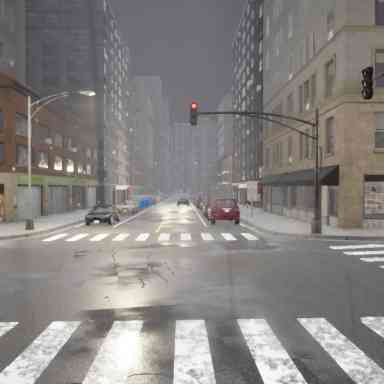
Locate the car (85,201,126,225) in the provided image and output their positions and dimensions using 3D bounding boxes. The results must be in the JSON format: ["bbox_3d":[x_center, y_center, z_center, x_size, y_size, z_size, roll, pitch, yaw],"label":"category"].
[{"bbox_3d":[-6.302,1.569,23.900,1.947,1.339,4.313,-1,0,-2],"label":"car"}]

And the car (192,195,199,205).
[{"bbox_3d":[1.611,1.316,46.468,2.192,1.841,5.009,-1,0,-2],"label":"car"}]

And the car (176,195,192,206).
[{"bbox_3d":[-1.434,1.504,53.479,1.837,1.490,4.892,0,0,-2],"label":"car"}]

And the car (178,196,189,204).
[{"bbox_3d":[-1.719,1.541,63.897,2.033,1.411,5.357,0,0,-2],"label":"car"}]

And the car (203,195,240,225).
[{"bbox_3d":[2.217,1.318,24.133,2.192,1.841,5.009,-1,0,-2],"label":"car"}]

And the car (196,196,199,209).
[{"bbox_3d":[1.760,1.528,41.054,1.752,1.417,4.829,-1,0,-2],"label":"car"}]

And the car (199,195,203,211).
[{"bbox_3d":[2.066,1.319,29.717,2.192,1.841,5.009,-1,0,-2],"label":"car"}]

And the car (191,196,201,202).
[{"bbox_3d":[0.855,1.538,74.387,2.008,1.369,4.403,-1,0,-2],"label":"car"}]

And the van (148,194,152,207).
[{"bbox_3d":[-6.917,1.342,46.235,1.690,1.788,3.998,-1,0,-2],"label":"van"}]

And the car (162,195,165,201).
[{"bbox_3d":[-7.680,1.428,74.153,1.967,1.590,4.097,-1,0,-2],"label":"car"}]

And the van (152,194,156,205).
[{"bbox_3d":[-7.070,1.340,51.819,1.690,1.788,3.998,-1,0,-2],"label":"van"}]

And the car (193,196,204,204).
[{"bbox_3d":[1.158,1.560,63.220,1.947,1.339,4.313,-1,0,-2],"label":"car"}]

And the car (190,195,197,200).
[{"bbox_3d":[0.400,1.525,91.139,2.008,1.369,4.403,-1,0,-2],"label":"car"}]

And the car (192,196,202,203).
[{"bbox_3d":[1.007,1.557,68.804,1.947,1.339,4.313,-1,0,-2],"label":"car"}]

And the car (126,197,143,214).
[{"bbox_3d":[-6.604,1.529,34.898,1.752,1.417,4.829,-1,0,-2],"label":"car"}]

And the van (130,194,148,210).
[{"bbox_3d":[-6.764,1.344,40.651,1.690,1.788,3.998,-1,0,-2],"label":"van"}]

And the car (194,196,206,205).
[{"bbox_3d":[1.305,1.522,57.806,1.752,1.417,4.829,-1,0,-2],"label":"car"}]

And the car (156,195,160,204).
[{"bbox_3d":[-7.223,1.312,57.403,2.192,1.841,5.009,-1,0,-2],"label":"car"}]

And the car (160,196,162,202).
[{"bbox_3d":[-7.374,1.434,62.986,1.967,1.590,4.097,-1,0,-2],"label":"car"}]
